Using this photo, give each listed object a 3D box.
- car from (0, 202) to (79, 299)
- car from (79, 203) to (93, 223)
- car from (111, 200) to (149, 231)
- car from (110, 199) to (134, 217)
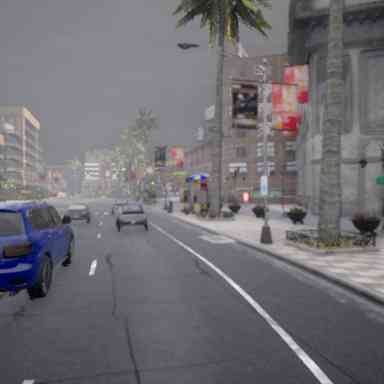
[{"bbox_3d":[-4.476,1.254,8.464,2.150,2.045,5.566,0,0,-11],"label":"car"},{"bbox_3d":[-8.712,1.589,25.635,1.812,1.442,4.674,0,0,-14],"label":"car"},{"bbox_3d":[-3.889,1.516,21.032,2.128,1.511,4.902,0,0,-14],"label":"car"},{"bbox_3d":[-7.212,1.540,33.884,2.128,1.511,4.902,0,0,-14],"label":"car"}]
